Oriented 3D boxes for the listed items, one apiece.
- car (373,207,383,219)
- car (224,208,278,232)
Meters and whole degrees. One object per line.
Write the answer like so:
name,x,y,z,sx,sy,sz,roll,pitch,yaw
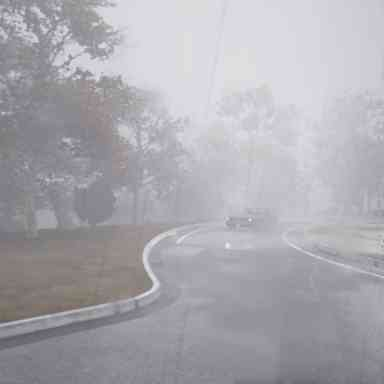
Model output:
car,18.879,1.679,29.679,5.008,1.535,1.882,0,0,6
car,3.871,1.689,21.345,1.895,1.301,4.718,0,0,33
